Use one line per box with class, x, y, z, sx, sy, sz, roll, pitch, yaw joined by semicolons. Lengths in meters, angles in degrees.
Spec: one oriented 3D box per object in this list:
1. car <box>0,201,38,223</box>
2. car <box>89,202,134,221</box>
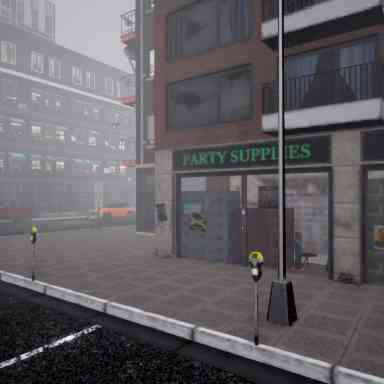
car;-14.952;1.609;26.714;2.192;1.841;5.009;-1;-2;35
car;-7.866;1.793;32.326;2.097;1.767;4.553;0;-1;35
